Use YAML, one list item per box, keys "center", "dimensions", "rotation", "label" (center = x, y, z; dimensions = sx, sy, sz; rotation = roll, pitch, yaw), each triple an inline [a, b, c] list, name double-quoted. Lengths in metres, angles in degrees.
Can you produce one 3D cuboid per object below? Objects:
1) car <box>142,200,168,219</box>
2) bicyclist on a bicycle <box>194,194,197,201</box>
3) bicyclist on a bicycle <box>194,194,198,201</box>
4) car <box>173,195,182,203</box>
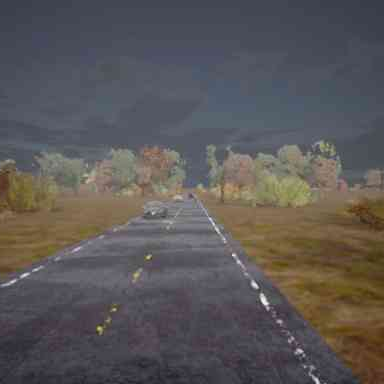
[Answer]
- center: [-3.091, 1.489, 28.692]
  dimensions: [1.837, 1.490, 4.892]
  rotation: [0, 0, 0]
  label: "car"
- center: [0.840, 1.288, 79.298]
  dimensions: [0.659, 1.776, 1.843]
  rotation: [0, 0, 0]
  label: "bicyclist on a bicycle"
- center: [0.834, 1.371, 70.301]
  dimensions: [0.866, 1.612, 1.509]
  rotation: [0, 0, 0]
  label: "bicyclist on a bicycle"
- center: [-2.987, 1.403, 69.154]
  dimensions: [1.882, 1.535, 5.008]
  rotation: [0, 0, 0]
  label: "car"
